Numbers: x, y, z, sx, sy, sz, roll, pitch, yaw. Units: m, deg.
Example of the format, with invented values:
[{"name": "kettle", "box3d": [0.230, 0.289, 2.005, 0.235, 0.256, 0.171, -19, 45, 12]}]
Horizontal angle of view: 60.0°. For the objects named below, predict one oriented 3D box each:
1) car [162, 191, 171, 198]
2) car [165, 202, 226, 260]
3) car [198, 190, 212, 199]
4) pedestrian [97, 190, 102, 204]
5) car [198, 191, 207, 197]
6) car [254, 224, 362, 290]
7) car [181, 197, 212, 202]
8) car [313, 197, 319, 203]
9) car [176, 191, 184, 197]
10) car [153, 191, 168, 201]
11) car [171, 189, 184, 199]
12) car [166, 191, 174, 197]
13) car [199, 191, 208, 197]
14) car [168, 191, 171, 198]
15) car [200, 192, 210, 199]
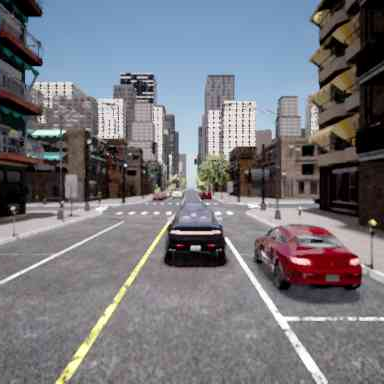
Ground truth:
[{"name": "car", "box3d": [-5.687, 0.560, 74.058, 1.752, 1.417, 4.829, 0, 1, 0]}, {"name": "car", "box3d": [0.102, 1.328, 11.708, 2.128, 1.511, 4.902, 0, 1, 0]}, {"name": "car", "box3d": [2.694, 0.483, 63.175, 2.192, 1.841, 5.009, 0, 1, 0]}, {"name": "pedestrian", "box3d": [-12.510, 0.683, 44.912, 0.375, 1.860, 0.375, 0, 1, 0]}, {"name": "car", "box3d": [2.693, 0.451, 85.278, 2.008, 1.369, 4.403, 0, 1, 0]}, {"name": "car", "box3d": [2.693, 1.464, 8.431, 1.802, 1.307, 4.206, 0, 1, 0]}, {"name": "car", "box3d": [0.102, 1.269, 21.604, 1.994, 1.385, 4.181, 0, 1, 0]}, {"name": "car", "box3d": [17.490, 0.792, 41.976, 4.313, 1.339, 1.947, -1, 1, 0]}, {"name": "car", "box3d": [-2.997, 0.452, 84.893, 1.994, 1.385, 4.181, 0, 1, 0]}, {"name": "car", "box3d": [-5.775, 0.781, 57.657, 1.887, 1.381, 4.507, 0, 1, 0]}, {"name": "car", "box3d": [-2.998, 0.319, 69.274, 2.150, 2.045, 5.566, 0, 1, 0]}, {"name": "car", "box3d": [-5.687, 0.482, 85.279, 1.802, 1.307, 4.206, 0, 1, 0]}, {"name": "car", "box3d": [2.694, 0.532, 79.754, 1.947, 1.339, 4.313, 0, 1, 0]}, {"name": "car", "box3d": [-5.687, 0.734, 63.178, 1.947, 1.339, 4.313, 0, 1, 0]}, {"name": "car", "box3d": [2.693, 0.666, 68.703, 1.947, 1.339, 4.313, 0, 1, 0]}]
